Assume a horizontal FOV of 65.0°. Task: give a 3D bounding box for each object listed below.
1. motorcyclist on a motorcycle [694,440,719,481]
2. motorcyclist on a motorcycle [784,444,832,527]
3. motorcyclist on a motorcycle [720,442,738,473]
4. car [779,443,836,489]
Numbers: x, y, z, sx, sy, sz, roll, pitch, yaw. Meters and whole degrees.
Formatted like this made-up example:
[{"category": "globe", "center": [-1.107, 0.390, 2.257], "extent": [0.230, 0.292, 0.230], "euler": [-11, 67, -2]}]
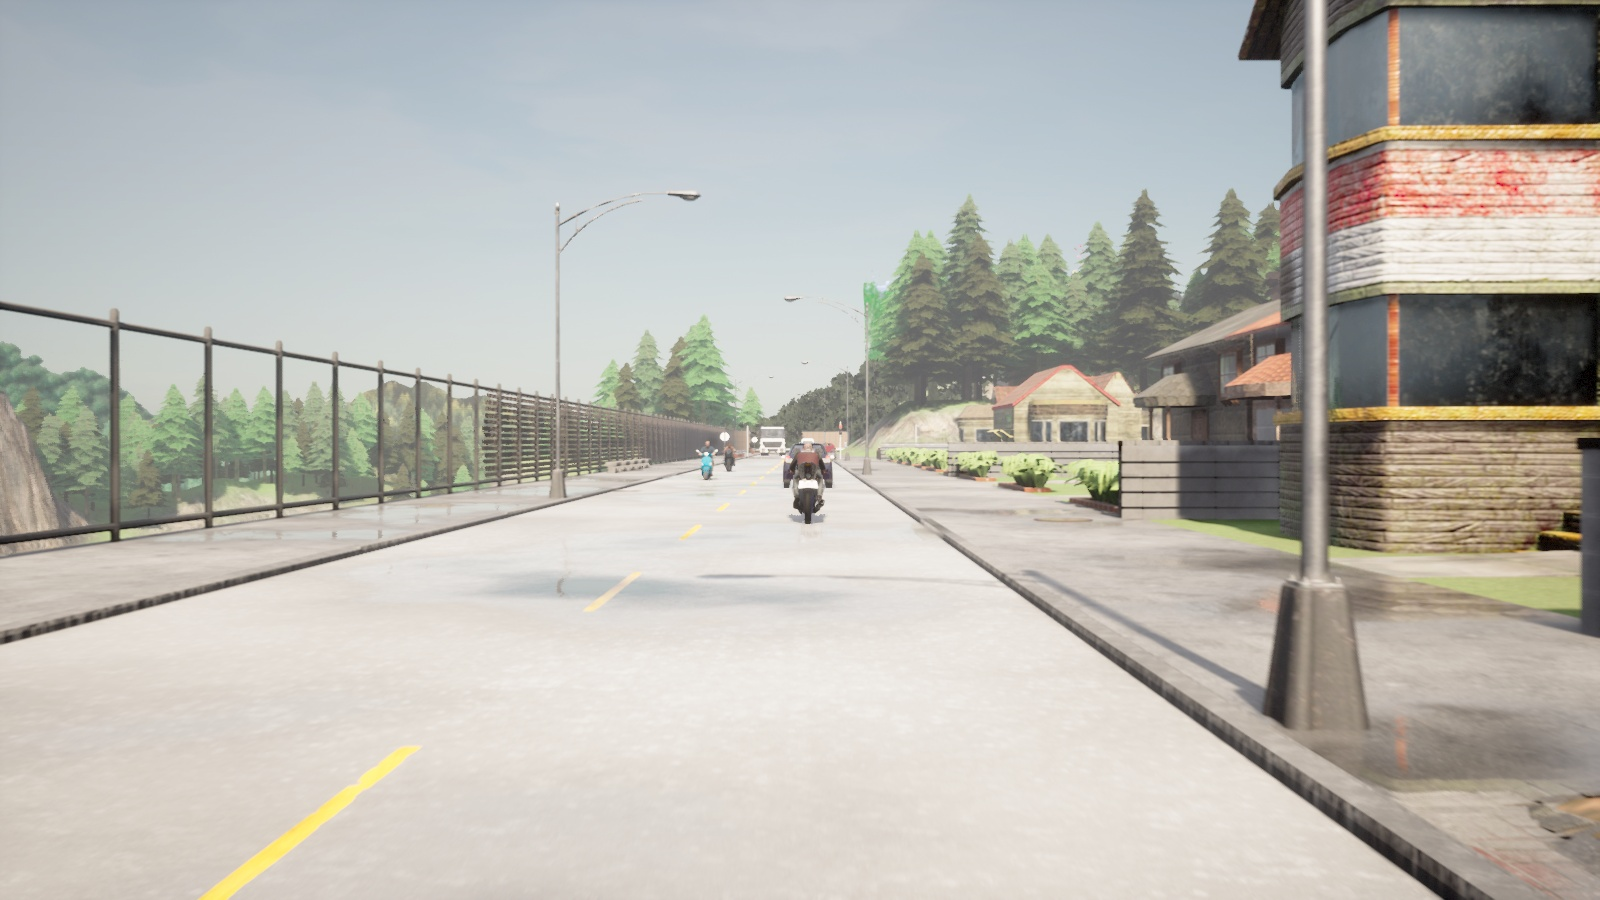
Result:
[{"category": "motorcyclist on a motorcycle", "center": [-3.696, 0.415, 49.881], "extent": [0.866, 1.590, 1.817], "euler": [0, 0, 0]}, {"category": "motorcyclist on a motorcycle", "center": [0.153, 0.646, 24.113], "extent": [0.866, 1.530, 2.191], "euler": [0, 0, 0]}, {"category": "motorcyclist on a motorcycle", "center": [-3.616, 0.364, 64.037], "extent": [0.797, 1.523, 2.044], "euler": [0, 0, 0]}, {"category": "car", "center": [0.262, 0.519, 42.846], "extent": [1.845, 1.501, 3.633], "euler": [0, 0, 0]}]
